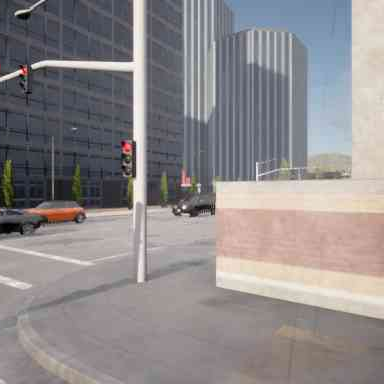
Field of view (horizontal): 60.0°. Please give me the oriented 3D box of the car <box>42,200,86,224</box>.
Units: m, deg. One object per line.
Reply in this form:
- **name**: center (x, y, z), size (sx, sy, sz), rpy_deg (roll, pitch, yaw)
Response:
- **car**: center (-9.792, 1.407, 23.239), size (2.097, 1.767, 4.553), rpy_deg (0, 0, 36)

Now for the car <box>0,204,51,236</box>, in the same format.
- **car**: center (-9.950, 1.547, 16.456), size (2.128, 1.511, 4.902), rpy_deg (0, 0, 31)

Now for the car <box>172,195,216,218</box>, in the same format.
- **car**: center (0.442, 1.276, 31.486), size (2.150, 2.045, 5.566), rpy_deg (0, 0, 36)
